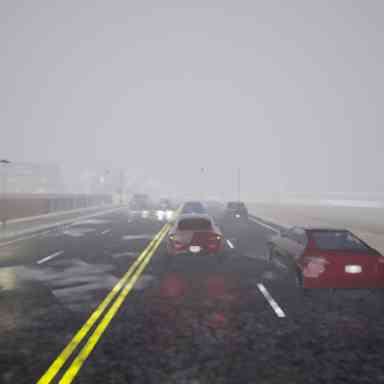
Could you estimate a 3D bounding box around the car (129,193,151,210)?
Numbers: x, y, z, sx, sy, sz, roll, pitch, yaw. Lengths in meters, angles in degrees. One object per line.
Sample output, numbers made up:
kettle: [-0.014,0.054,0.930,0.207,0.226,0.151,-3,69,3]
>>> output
car: [-6.557,1.202,42.666,2.150,2.045,5.566,0,0,0]

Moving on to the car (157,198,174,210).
car: [-3.307,1.470,42.192,2.128,1.511,4.902,0,0,0]

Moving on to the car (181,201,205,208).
car: [0.106,1.458,27.983,1.882,1.535,5.008,0,0,0]

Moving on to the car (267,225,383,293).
car: [3.334,1.555,8.866,1.994,1.385,4.181,0,0,0]

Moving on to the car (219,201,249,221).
car: [3.353,1.485,26.658,1.837,1.490,4.892,0,0,0]

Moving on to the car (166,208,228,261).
car: [0.095,1.514,12.172,1.812,1.442,4.674,0,0,0]
